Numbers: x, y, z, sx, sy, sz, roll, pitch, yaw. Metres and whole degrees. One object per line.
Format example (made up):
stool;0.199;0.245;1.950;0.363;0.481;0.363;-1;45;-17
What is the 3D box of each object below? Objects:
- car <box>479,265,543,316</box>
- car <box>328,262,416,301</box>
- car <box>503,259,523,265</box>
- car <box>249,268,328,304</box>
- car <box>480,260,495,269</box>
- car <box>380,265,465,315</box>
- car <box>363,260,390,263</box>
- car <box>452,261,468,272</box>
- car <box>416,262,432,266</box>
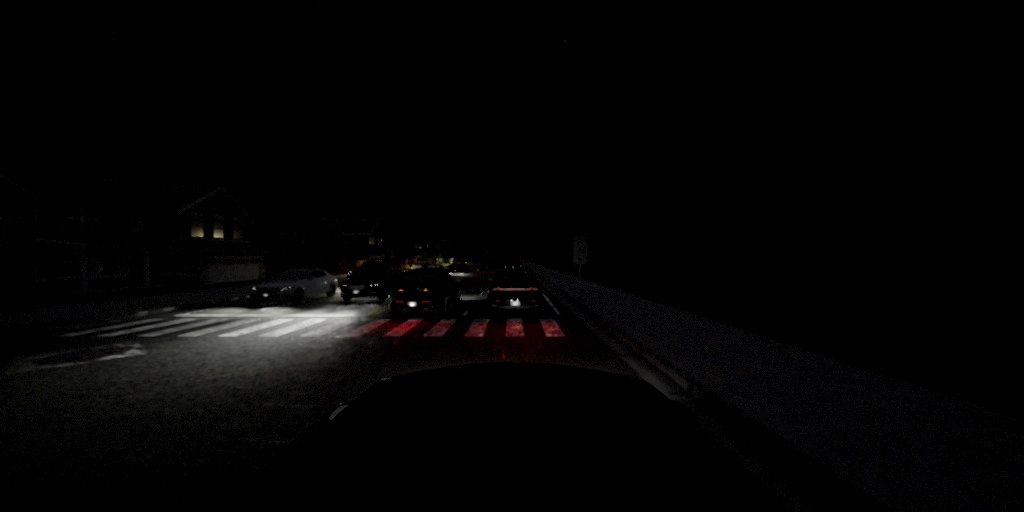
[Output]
car;0.107;1.252;13.503;2.128;1.511;4.902;0;0;0
car;-6.588;1.255;17.583;2.128;1.511;4.902;0;0;0
car;0.119;1.123;37.283;2.097;1.767;4.553;0;0;0
car;-9.828;1.289;16.632;1.812;1.442;4.674;0;0;0
car;-3.229;1.302;47.778;1.812;1.442;4.674;0;0;0
car;-3.144;1.266;13.722;1.837;1.490;4.892;0;0;0
car;-9.833;1.121;25.428;2.097;1.767;4.553;0;0;0
car;-6.530;1.322;43.973;2.033;1.411;5.357;0;0;1
car;-6.582;1.369;28.888;1.895;1.301;4.718;0;0;0
